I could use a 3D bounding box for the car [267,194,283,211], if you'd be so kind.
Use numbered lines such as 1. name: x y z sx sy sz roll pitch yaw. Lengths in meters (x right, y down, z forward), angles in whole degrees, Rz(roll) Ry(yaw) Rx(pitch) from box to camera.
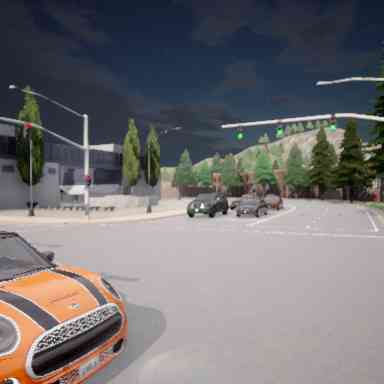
1. car: 8.970 1.194 36.900 1.882 1.535 5.008 -1 0 21

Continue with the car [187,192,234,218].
1. car: 1.509 1.072 28.903 2.150 2.045 5.566 -1 0 24

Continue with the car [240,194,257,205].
1. car: 8.791 1.125 52.474 1.882 1.535 5.008 -1 0 1

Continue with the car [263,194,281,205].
1. car: 12.183 1.112 51.070 1.837 1.490 4.892 -1 1 3

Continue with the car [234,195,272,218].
1. car: 5.213 1.309 28.516 1.837 1.490 4.892 -1 0 25

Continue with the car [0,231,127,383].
1. car: -3.148 1.350 4.670 4.553 1.767 2.097 -1 0 27

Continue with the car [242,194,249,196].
1. car: 5.834 1.299 38.214 2.033 1.411 5.357 -1 0 22
